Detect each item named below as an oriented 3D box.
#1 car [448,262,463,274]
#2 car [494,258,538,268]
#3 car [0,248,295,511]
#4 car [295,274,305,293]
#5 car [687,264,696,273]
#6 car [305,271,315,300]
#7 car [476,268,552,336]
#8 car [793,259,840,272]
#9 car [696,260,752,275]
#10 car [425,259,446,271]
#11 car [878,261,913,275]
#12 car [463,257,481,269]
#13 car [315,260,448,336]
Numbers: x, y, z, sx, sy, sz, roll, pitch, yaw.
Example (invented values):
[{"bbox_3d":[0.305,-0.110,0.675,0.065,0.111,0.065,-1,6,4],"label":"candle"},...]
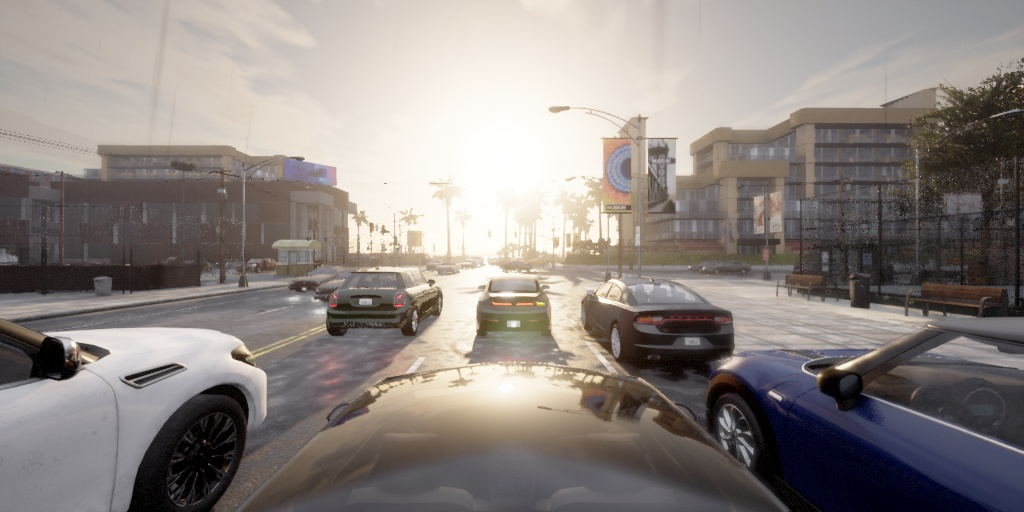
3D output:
[{"bbox_3d":[-7.096,1.351,40.026,1.895,1.301,4.718,0,0,0],"label":"car"},{"bbox_3d":[0.489,1.241,45.057,2.128,1.511,4.902,0,0,-42],"label":"car"},{"bbox_3d":[-3.401,0.971,1.005,2.150,2.045,5.566,0,0,0],"label":"car"},{"bbox_3d":[-10.609,1.297,20.952,2.033,1.411,5.357,0,0,0],"label":"car"},{"bbox_3d":[23.463,1.241,42.506,4.902,1.511,2.128,0,0,0],"label":"car"},{"bbox_3d":[-7.107,1.297,16.915,2.033,1.411,5.357,0,0,0],"label":"car"},{"bbox_3d":[0.057,1.255,10.348,1.837,1.490,4.892,0,0,0],"label":"car"},{"bbox_3d":[36.212,1.102,42.598,4.553,1.767,2.097,0,0,0],"label":"car"},{"bbox_3d":[23.306,1.241,39.004,4.902,1.511,2.128,0,0,-1],"label":"car"},{"bbox_3d":[-10.470,1.255,49.442,1.837,1.490,4.892,0,0,2],"label":"car"},{"bbox_3d":[40.859,1.275,39.110,4.674,1.442,1.812,0,0,0],"label":"car"},{"bbox_3d":[-6.764,1.297,56.238,2.033,1.411,5.357,0,0,4],"label":"car"},{"bbox_3d":[-3.441,1.102,10.594,2.097,1.767,4.553,0,0,0],"label":"car"}]
